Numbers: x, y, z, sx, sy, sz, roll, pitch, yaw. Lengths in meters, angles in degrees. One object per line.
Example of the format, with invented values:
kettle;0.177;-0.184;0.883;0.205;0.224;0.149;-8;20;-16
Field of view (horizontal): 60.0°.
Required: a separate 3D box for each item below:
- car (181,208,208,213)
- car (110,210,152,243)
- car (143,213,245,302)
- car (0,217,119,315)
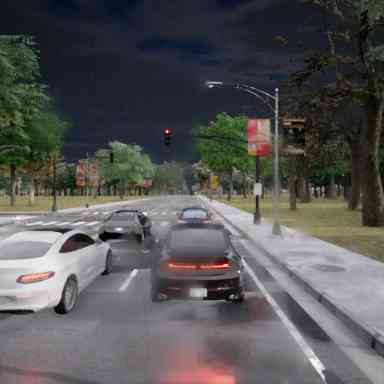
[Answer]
car;0.134;1.527;17.283;1.812;1.442;4.674;0;0;0
car;-3.118;1.565;16.209;1.994;1.385;4.181;0;0;0
car;0.117;1.505;8.212;1.837;1.490;4.892;0;0;0
car;-3.136;1.526;7.450;1.812;1.442;4.674;0;0;0
